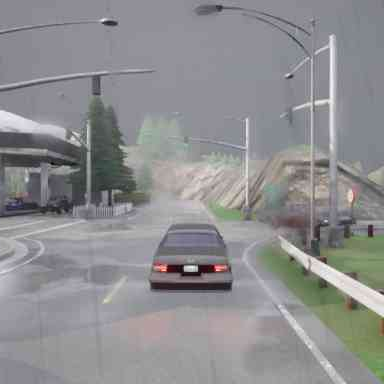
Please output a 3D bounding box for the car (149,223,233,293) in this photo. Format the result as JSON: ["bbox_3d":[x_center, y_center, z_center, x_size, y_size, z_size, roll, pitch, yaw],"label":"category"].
[{"bbox_3d":[0.019,1.547,9.009,2.033,1.411,5.357,0,0,1],"label":"car"}]

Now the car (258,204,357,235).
[{"bbox_3d":[5.976,1.362,17.865,2.033,1.411,5.357,0,0,-33],"label":"car"}]

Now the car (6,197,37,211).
[{"bbox_3d":[-20.292,1.478,39.972,2.242,1.667,4.611,0,0,-1],"label":"car"}]

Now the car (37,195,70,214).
[{"bbox_3d":[-14.579,1.311,35.702,1.905,1.878,3.866,0,0,-1],"label":"car"}]
